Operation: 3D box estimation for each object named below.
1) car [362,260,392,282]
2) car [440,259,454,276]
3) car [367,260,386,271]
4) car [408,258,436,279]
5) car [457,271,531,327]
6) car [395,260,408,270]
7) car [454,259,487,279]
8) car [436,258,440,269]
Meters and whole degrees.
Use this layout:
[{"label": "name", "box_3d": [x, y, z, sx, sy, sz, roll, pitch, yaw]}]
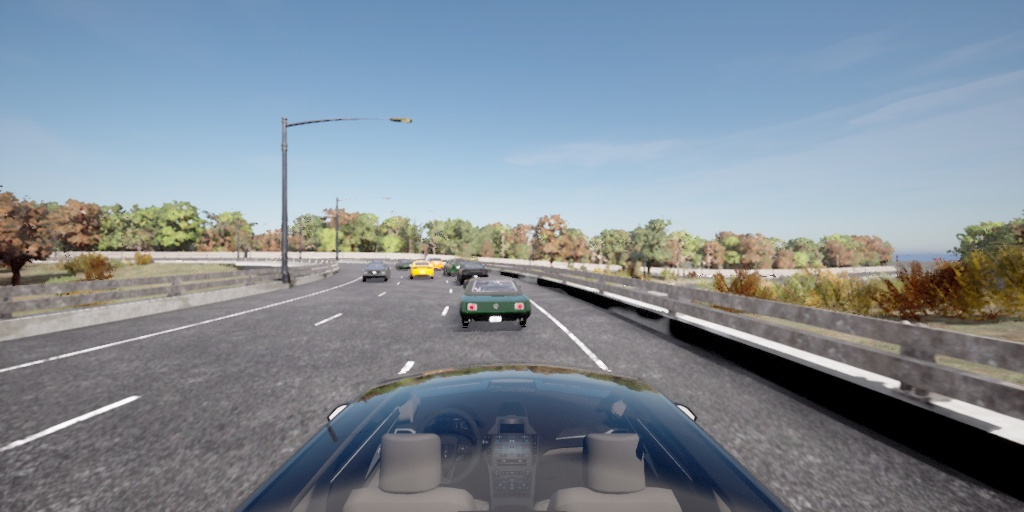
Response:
[{"label": "car", "box_3d": [-10.798, 1.254, 28.795, 2.033, 1.411, 5.357, 0, 0, -15]}, {"label": "car", "box_3d": [-5.723, 1.042, 36.087, 2.097, 1.767, 4.553, 0, 0, -17]}, {"label": "car", "box_3d": [-18.665, 1.236, 49.197, 1.994, 1.385, 4.181, 0, 0, -26]}, {"label": "car", "box_3d": [-8.175, 1.176, 32.287, 1.882, 1.535, 5.008, 0, 0, -16]}, {"label": "car", "box_3d": [-0.633, 1.334, 11.458, 1.895, 1.301, 4.718, 0, 0, -6]}, {"label": "car", "box_3d": [-14.908, 1.234, 49.467, 1.994, 1.385, 4.181, 0, 0, -26]}, {"label": "car", "box_3d": [-2.923, 1.185, 25.833, 1.882, 1.535, 5.008, 0, 0, -12]}, {"label": "car", "box_3d": [-10.744, 1.025, 48.823, 2.097, 1.767, 4.553, 0, 0, -25]}]
